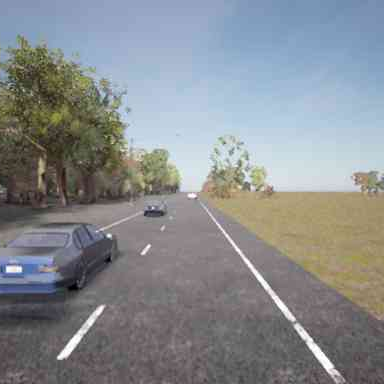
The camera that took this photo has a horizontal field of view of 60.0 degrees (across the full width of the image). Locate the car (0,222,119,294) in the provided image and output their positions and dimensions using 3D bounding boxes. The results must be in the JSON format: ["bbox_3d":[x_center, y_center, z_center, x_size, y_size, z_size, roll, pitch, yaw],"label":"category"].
[{"bbox_3d":[-3.401,1.517,8.874,2.033,1.411,5.357,0,0,0],"label":"car"}]

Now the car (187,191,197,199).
[{"bbox_3d":[-0.016,0.803,85.630,2.150,2.045,5.566,0,0,0],"label":"car"}]

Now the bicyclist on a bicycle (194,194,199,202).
[{"bbox_3d":[0.947,1.197,69.233,0.866,1.612,1.509,0,0,0],"label":"bicyclist on a bicycle"}]

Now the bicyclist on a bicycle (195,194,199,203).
[{"bbox_3d":[0.952,1.248,59.346,0.582,1.620,1.656,0,0,0],"label":"bicyclist on a bicycle"}]

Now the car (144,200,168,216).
[{"bbox_3d":[-3.407,1.437,31.663,2.033,1.411,5.357,0,0,0],"label":"car"}]
